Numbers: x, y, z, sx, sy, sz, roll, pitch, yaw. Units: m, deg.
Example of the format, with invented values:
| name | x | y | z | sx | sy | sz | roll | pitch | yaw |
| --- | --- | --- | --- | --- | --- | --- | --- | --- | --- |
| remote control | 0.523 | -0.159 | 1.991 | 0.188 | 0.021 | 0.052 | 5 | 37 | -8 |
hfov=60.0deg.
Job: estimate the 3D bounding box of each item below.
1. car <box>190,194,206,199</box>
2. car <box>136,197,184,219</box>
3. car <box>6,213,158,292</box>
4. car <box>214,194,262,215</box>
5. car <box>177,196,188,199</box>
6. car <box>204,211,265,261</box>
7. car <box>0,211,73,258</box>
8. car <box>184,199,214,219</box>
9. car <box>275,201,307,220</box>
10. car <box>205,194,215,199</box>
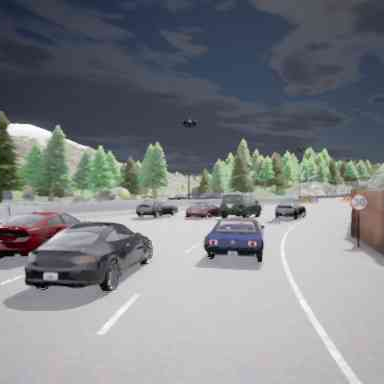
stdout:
| name | x | y | z | sx | sy | sz | roll | pitch | yaw |
| --- | --- | --- | --- | --- | --- | --- | --- | --- | --- |
| car | 2.635 | 1.336 | 60.803 | 2.150 | 2.045 | 5.566 | 0 | 0 | 42 |
| car | -3.024 | 1.497 | 29.422 | 2.128 | 1.511 | 4.902 | 0 | 0 | 26 |
| car | -2.466 | 1.519 | 8.899 | 1.812 | 1.442 | 4.674 | 0 | 0 | 9 |
| car | 4.244 | 1.267 | 28.438 | 2.150 | 2.045 | 5.566 | 0 | 0 | 28 |
| car | 0.053 | 1.560 | 63.167 | 1.882 | 1.535 | 5.008 | 0 | 0 | 42 |
| car | 1.769 | 1.620 | 12.478 | 1.895 | 1.301 | 4.718 | 0 | 0 | 13 |
| car | -5.333 | 1.457 | 12.411 | 1.882 | 1.535 | 5.008 | 0 | 0 | 11 |
| car | 1.100 | 1.592 | 29.814 | 1.994 | 1.385 | 4.181 | 0 | 0 | 27 |
| car | 8.692 | 1.562 | 29.067 | 2.128 | 1.511 | 4.902 | 0 | 0 | 31 |
| car | 5.255 | 1.331 | 58.482 | 2.033 | 1.411 | 5.357 | 0 | 0 | 42 |
